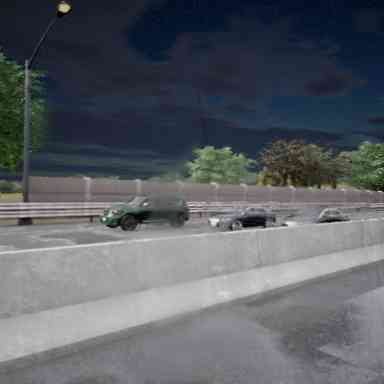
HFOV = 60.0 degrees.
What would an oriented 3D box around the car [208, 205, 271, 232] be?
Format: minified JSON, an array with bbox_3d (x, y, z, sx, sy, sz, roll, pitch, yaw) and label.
[{"bbox_3d":[3.130,1.552,20.256,4.902,1.511,2.128,1,0,-39],"label":"car"}]

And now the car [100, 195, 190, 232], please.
[{"bbox_3d":[-2.672,1.185,20.090,5.566,2.045,2.150,1,0,-39],"label":"car"}]

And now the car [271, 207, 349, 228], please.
[{"bbox_3d":[7.081,1.617,18.937,4.902,1.511,2.128,1,0,-39],"label":"car"}]
